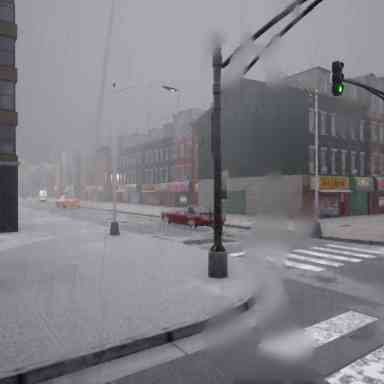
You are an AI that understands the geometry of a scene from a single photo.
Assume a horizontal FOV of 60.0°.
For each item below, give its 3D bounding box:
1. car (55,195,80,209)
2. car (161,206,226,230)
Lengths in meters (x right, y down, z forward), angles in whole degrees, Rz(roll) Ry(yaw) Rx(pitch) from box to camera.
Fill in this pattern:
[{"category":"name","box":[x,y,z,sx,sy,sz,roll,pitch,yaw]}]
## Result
[{"category":"car","box":[-16.458,1.202,43.775,2.097,1.767,4.553,0,0,-36]},{"category":"car","box":[-0.072,1.542,20.956,1.895,1.301,4.718,0,0,-36]}]
